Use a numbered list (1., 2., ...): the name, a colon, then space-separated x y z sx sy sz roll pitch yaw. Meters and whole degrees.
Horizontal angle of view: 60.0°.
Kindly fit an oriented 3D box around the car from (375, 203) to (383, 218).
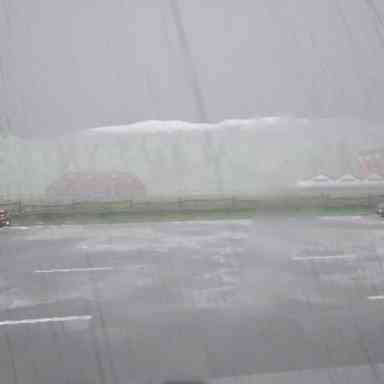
1. car: 13.674 0.862 20.269 4.892 1.490 1.837 -1 1 -8

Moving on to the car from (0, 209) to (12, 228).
1. car: -11.872 1.391 16.837 4.892 1.490 1.837 -1 1 -8
